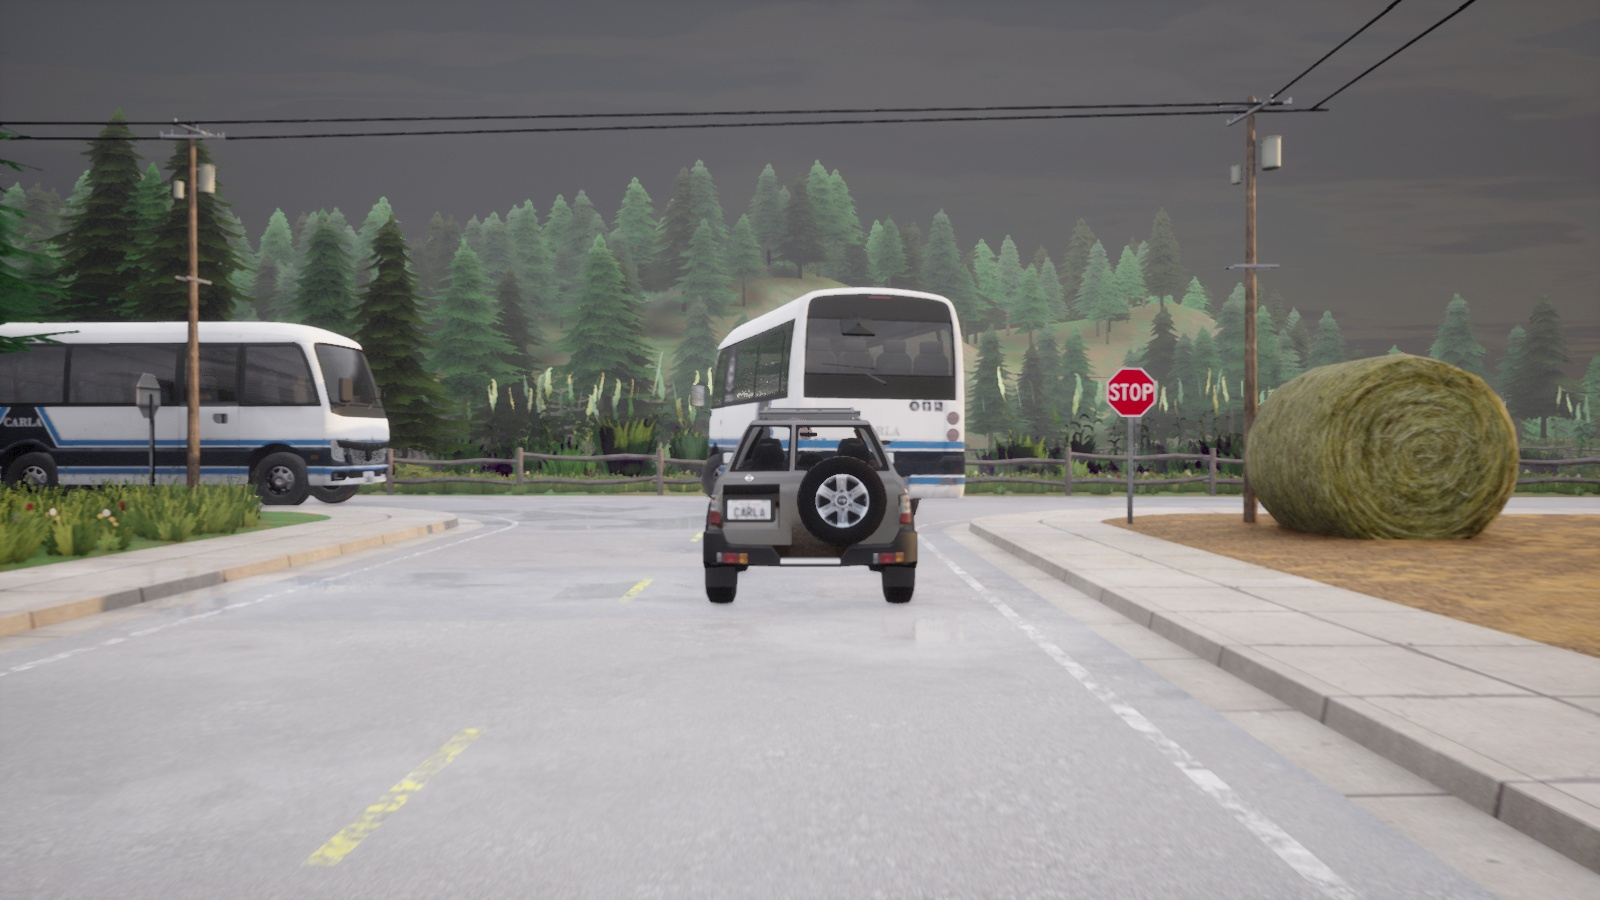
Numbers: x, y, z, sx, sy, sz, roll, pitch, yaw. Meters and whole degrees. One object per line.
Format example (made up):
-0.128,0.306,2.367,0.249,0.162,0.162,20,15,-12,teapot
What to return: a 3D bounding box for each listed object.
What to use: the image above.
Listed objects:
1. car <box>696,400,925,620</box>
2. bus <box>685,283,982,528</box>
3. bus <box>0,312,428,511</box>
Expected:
0.091,0.491,12.900,1.932,1.855,4.605,0,0,0,car
0.188,-0.799,27.184,3.944,4.253,10.273,1,0,-13,bus
-14.363,-0.841,29.133,10.273,4.253,3.944,0,0,3,bus
